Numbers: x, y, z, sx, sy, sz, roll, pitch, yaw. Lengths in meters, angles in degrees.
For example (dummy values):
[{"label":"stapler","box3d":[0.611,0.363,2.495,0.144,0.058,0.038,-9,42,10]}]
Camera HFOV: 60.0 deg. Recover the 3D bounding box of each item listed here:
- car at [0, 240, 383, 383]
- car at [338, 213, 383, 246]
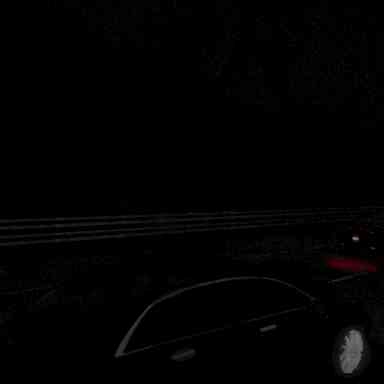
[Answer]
[{"label":"car","box3d":[0.195,1.526,3.886,4.892,1.490,1.837,0,0,-36]},{"label":"car","box3d":[8.114,1.604,13.846,5.008,1.535,1.882,0,0,-36]}]
